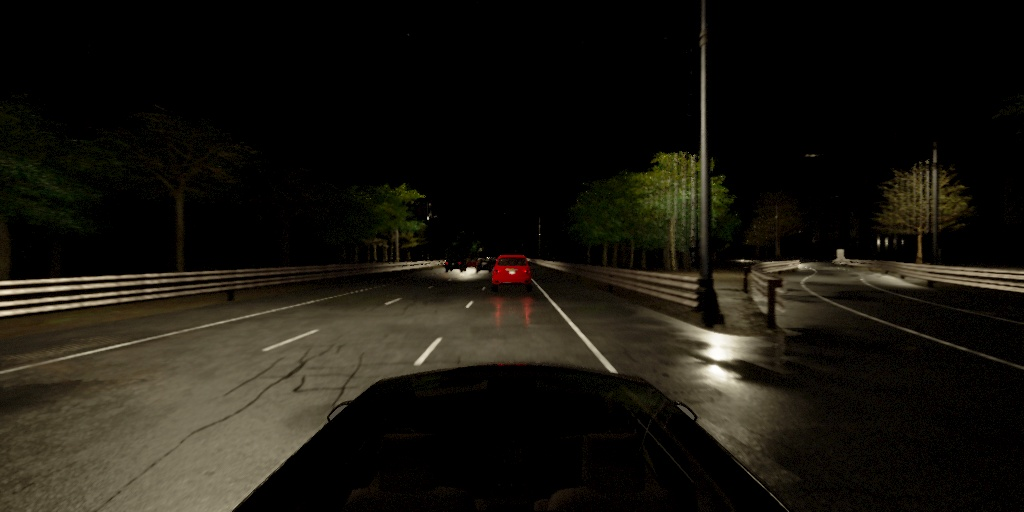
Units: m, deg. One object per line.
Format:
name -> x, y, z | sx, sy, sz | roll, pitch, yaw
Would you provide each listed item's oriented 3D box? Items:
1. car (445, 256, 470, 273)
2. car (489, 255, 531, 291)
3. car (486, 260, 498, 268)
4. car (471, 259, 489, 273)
car -> -6.993, 1.044, 45.075 | 2.150, 2.045, 5.566 | 0, 0, 0
car -> 0.005, 0.986, 21.882 | 2.150, 2.045, 5.566 | 0, 0, 0
car -> -3.436, 1.385, 63.554 | 1.812, 1.442, 4.674 | 0, 0, 0
car -> -3.493, 1.370, 45.173 | 2.033, 1.411, 5.357 | 0, 0, 0
